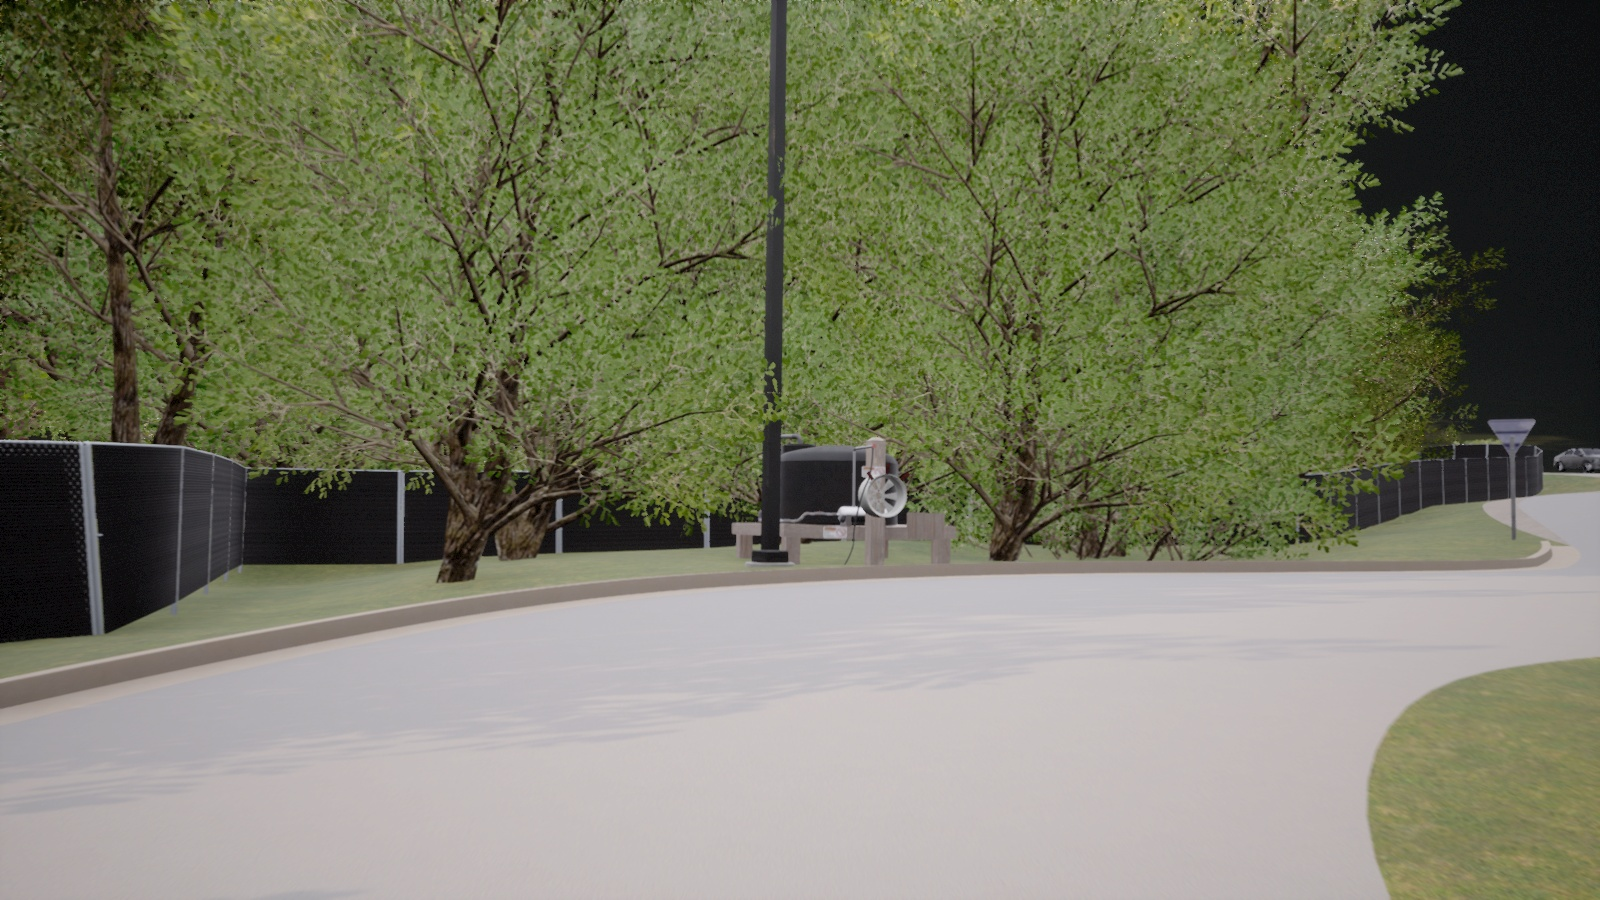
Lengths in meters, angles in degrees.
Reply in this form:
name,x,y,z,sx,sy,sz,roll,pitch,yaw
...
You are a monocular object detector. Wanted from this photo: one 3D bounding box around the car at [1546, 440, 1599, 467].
name,x,y,z,sx,sy,sz,roll,pitch,yaw
car,46.195,0.213,73.578,2.128,1.511,4.902,1,-1,1
